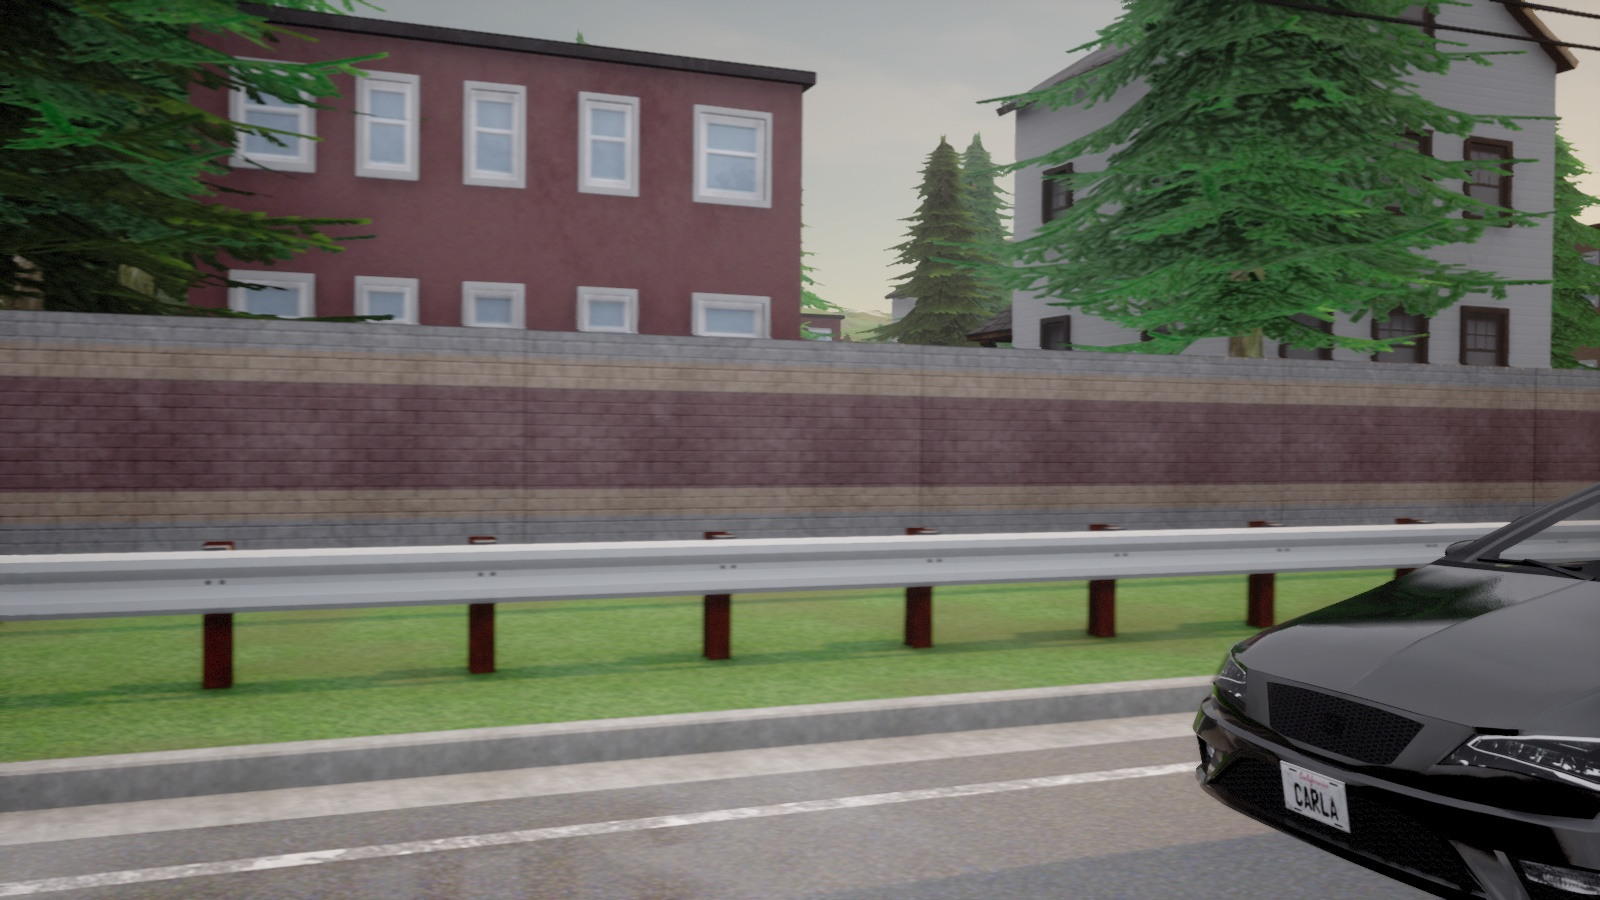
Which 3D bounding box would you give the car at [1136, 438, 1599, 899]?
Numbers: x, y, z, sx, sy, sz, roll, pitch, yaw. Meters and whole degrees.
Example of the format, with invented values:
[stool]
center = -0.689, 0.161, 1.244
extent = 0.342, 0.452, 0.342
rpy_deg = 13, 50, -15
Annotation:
[car]
center = 3.540, 0.699, 4.583
extent = 4.193, 1.474, 1.816
rpy_deg = -1, 1, -21
